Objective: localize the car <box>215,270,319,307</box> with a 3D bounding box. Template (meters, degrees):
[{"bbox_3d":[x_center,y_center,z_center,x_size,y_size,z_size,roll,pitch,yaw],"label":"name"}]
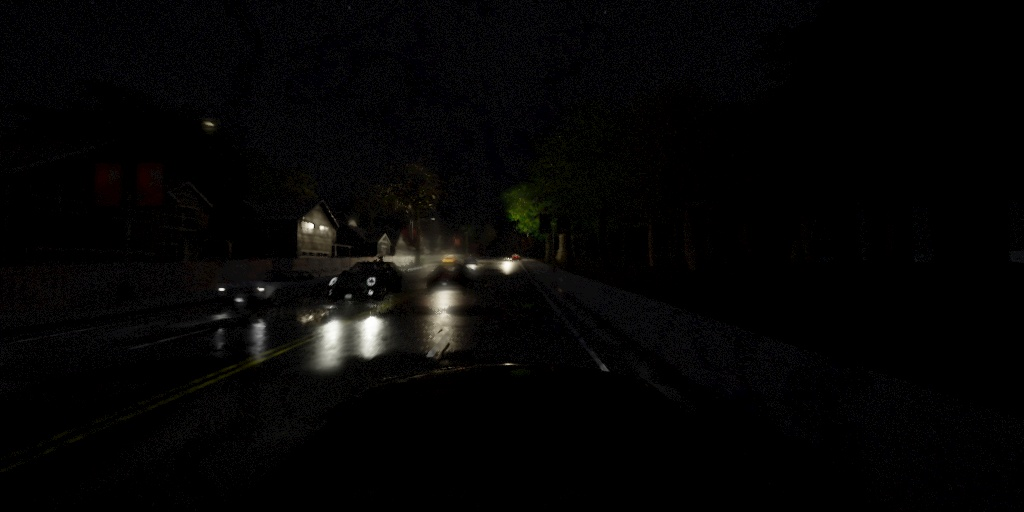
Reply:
[{"bbox_3d":[-9.852,1.287,15.199,1.895,1.301,4.718,0,0,0],"label":"car"}]

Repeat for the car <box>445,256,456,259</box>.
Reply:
[{"bbox_3d":[-9.803,0.821,56.726,1.882,1.535,5.008,0,1,1],"label":"car"}]

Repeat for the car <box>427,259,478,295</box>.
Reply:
[{"bbox_3d":[-3.152,1.140,19.190,1.882,1.535,5.008,0,0,0],"label":"car"}]

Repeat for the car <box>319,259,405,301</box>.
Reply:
[{"bbox_3d":[-6.600,1.029,16.711,2.097,1.767,4.553,0,0,0],"label":"car"}]

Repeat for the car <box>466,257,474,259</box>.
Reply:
[{"bbox_3d":[-6.564,0.905,56.898,1.994,1.385,4.181,0,1,0],"label":"car"}]
